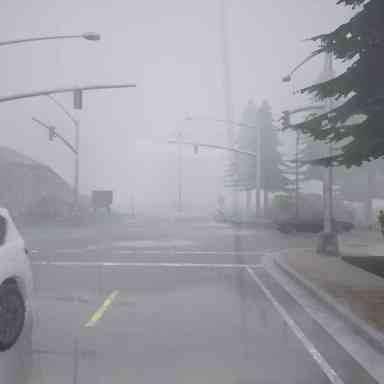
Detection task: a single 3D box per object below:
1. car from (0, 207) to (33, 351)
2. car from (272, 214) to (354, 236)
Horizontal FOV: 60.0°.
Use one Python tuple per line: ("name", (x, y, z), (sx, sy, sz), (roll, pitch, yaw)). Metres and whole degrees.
("car", (-3.677, 1.252, 3.263), (2.150, 2.045, 5.566), (-2, 1, -1))
("car", (7.578, 2.064, 21.280), (4.718, 1.301, 1.895), (0, -1, 0))
